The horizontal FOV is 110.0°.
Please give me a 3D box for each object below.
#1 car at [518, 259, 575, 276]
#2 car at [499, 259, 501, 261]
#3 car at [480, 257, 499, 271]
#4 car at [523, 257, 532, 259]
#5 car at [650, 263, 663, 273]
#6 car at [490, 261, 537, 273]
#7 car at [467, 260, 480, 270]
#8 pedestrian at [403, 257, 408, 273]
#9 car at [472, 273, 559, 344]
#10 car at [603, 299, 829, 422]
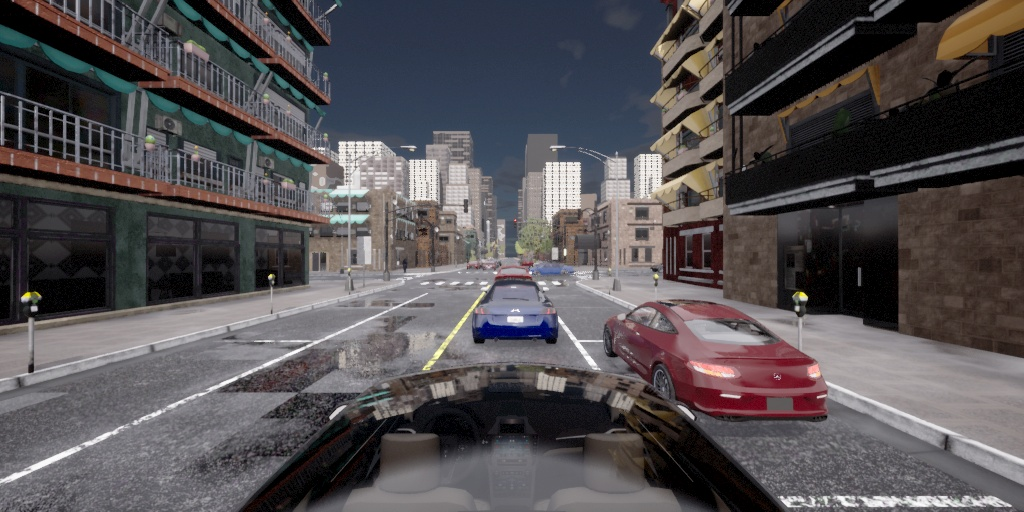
[{"bbox_3d":[3.453,1.300,34.999,5.357,1.411,2.033,0,0,-22],"label":"car"},{"bbox_3d":[-3.189,1.293,61.689,2.128,1.511,4.902,0,0,0],"label":"car"},{"bbox_3d":[-3.178,1.312,51.374,1.812,1.442,4.674,0,0,0],"label":"car"},{"bbox_3d":[2.581,1.114,60.420,2.192,1.841,5.009,0,0,0],"label":"car"},{"bbox_3d":[17.426,1.127,39.254,4.313,1.339,1.948,0,0,0],"label":"car"},{"bbox_3d":[0.067,1.235,18.610,1.882,1.535,5.008,0,0,0],"label":"car"},{"bbox_3d":[-5.877,1.336,54.883,1.888,1.381,4.507,0,0,0],"label":"car"},{"bbox_3d":[-12.587,1.061,42.130,0.375,1.860,0.375,0,0,0],"label":"pedestrian"},{"bbox_3d":[0.080,1.317,9.624,1.994,1.385,4.181,0,0,0],"label":"car"},{"bbox_3d":[2.682,1.333,5.669,1.802,1.307,4.207,0,0,0],"label":"car"}]
